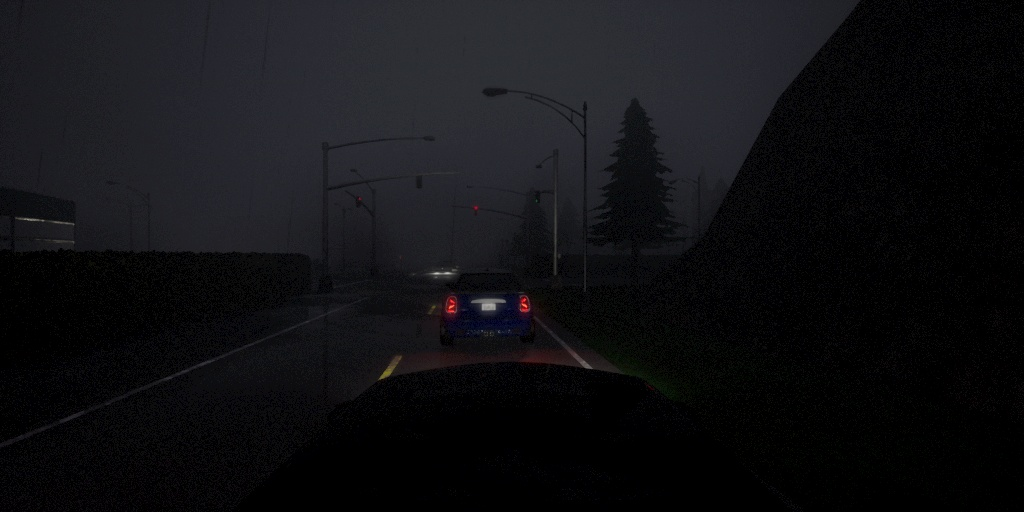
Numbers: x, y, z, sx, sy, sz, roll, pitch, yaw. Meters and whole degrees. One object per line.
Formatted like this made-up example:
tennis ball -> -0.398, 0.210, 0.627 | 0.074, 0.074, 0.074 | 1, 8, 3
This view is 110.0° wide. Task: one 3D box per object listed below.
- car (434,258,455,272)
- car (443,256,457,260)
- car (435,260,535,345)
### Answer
car -> -8.553, 1.314, 44.818 | 1.994, 1.385, 4.181 | 0, 0, -7
car -> -9.803, 0.970, 55.478 | 2.150, 2.045, 5.566 | 0, 0, -7
car -> -0.730, 1.102, 9.739 | 2.097, 1.767, 4.553 | 0, 0, -6
